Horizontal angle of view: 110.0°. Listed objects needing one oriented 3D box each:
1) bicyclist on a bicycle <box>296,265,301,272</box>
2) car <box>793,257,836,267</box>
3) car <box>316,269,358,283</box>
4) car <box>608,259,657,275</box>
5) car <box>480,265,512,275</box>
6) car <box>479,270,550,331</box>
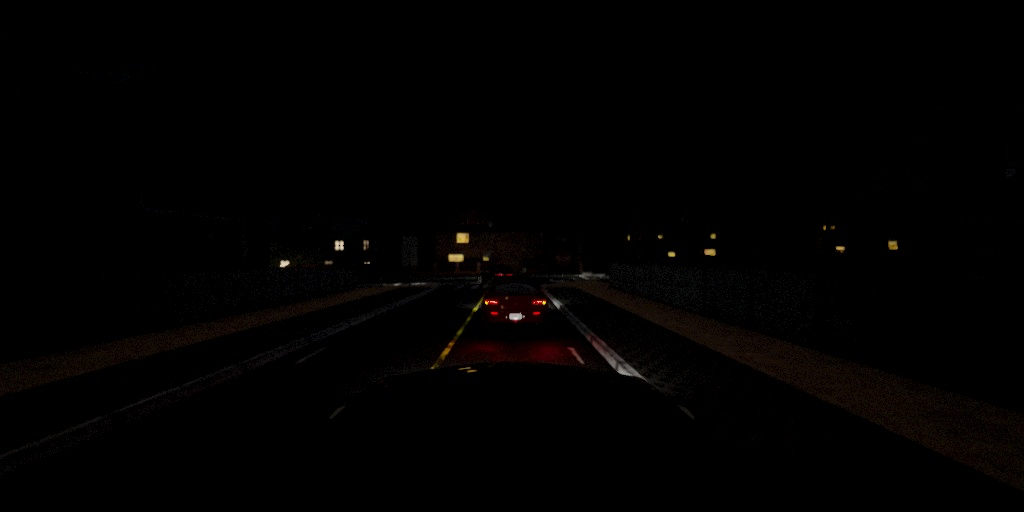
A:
[{"bbox_3d":[-20.249,1.561,34.279,0.582,1.620,1.656,-1,1,0],"label":"bicyclist on a bicycle"},{"bbox_3d":[26.982,0.777,31.570,4.718,1.301,1.895,-1,1,0],"label":"car"},{"bbox_3d":[-14.836,1.683,28.452,4.902,1.511,2.128,-1,1,0],"label":"car"},{"bbox_3d":[10.978,1.031,31.504,5.008,1.535,1.882,-1,1,0],"label":"car"},{"bbox_3d":[-1.050,1.359,25.207,1.837,1.490,4.892,0,0,-15],"label":"car"},{"bbox_3d":[0.076,1.313,11.014,1.812,1.442,4.674,0,0,0],"label":"car"}]
